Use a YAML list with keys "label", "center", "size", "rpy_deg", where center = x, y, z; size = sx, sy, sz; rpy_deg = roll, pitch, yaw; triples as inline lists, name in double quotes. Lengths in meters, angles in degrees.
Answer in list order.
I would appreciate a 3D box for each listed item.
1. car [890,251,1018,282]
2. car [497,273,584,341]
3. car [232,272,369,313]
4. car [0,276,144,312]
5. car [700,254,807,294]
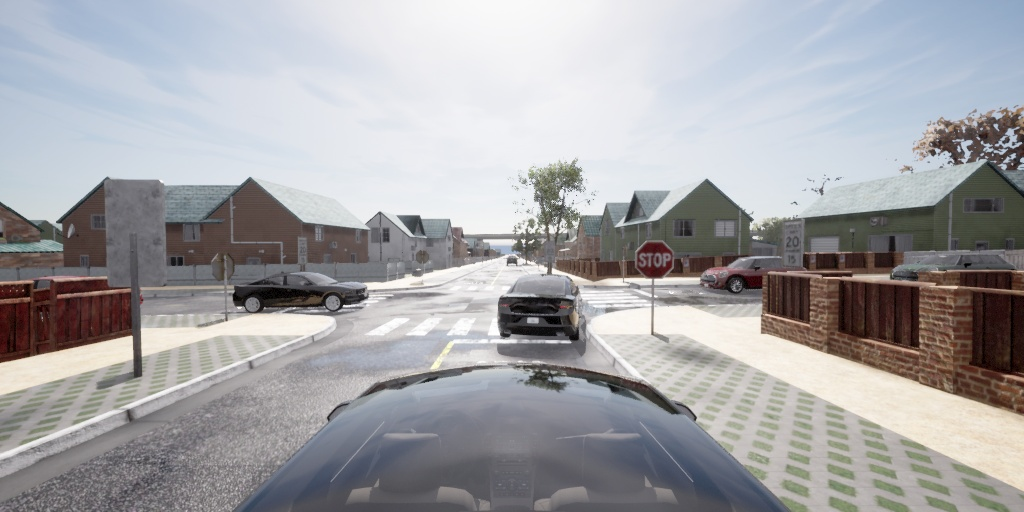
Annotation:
- label: "car"
  center: [21.705, 0.646, 17.738]
  size: [4.553, 1.767, 2.097]
  rpy_deg: [-1, 2, 0]
- label: "car"
  center: [0.960, 1.224, 10.061]
  size: [1.882, 1.535, 5.008]
  rpy_deg: [0, 0, 12]
- label: "car"
  center: [-8.465, 1.376, 14.589]
  size: [5.008, 1.535, 1.882]
  rpy_deg: [-1, 2, 0]
- label: "car"
  center: [-18.018, 1.546, 14.529]
  size: [5.008, 1.535, 1.882]
  rpy_deg: [-1, 2, 0]
- label: "car"
  center: [11.810, 0.820, 17.668]
  size: [4.553, 1.767, 2.097]
  rpy_deg: [-1, 2, 0]
